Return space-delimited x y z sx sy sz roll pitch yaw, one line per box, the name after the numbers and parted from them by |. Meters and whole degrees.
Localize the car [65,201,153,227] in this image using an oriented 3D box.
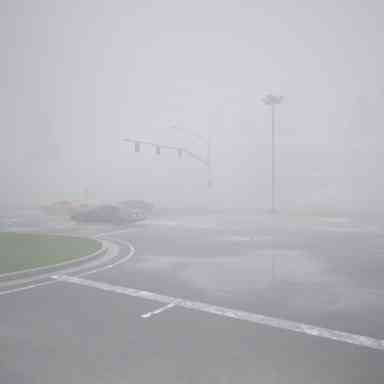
-5.729 1.547 22.837 5.357 1.411 2.033 0 0 22 | car

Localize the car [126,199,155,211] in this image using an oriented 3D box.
-6.155 1.506 34.179 4.892 1.490 1.837 0 0 20 | car

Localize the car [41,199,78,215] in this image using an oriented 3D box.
-12.380 1.477 32.584 5.008 1.535 1.882 0 0 18 | car
